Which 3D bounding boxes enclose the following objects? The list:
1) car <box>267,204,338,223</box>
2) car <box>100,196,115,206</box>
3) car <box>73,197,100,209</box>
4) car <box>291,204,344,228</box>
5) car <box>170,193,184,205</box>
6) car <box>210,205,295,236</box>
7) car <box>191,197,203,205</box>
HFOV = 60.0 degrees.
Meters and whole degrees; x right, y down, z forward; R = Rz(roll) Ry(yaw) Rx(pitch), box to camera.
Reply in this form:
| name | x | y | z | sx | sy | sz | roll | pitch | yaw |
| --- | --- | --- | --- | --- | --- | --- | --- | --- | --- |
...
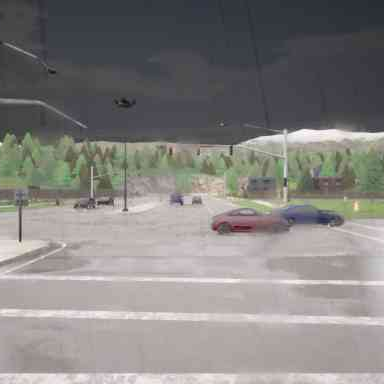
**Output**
| name | x | y | z | sx | sy | sz | roll | pitch | yaw |
| --- | --- | --- | --- | --- | --- | --- | --- | --- | --- |
| car | 8.228 | 1.601 | 25.026 | 4.718 | 1.301 | 1.895 | 0 | 0 | 0 |
| car | -14.323 | 1.478 | 55.486 | 1.882 | 1.535 | 5.008 | 0 | 0 | 1 |
| car | -14.491 | 1.505 | 45.174 | 1.837 | 1.490 | 4.892 | 0 | 0 | 1 |
| car | 7.362 | 1.526 | 21.532 | 4.674 | 1.442 | 1.812 | 0 | 0 | 0 |
| car | -2.631 | 1.222 | 57.372 | 2.150 | 2.045 | 5.566 | 0 | 0 | 1 |
| car | 3.079 | 1.564 | 18.064 | 4.181 | 1.385 | 1.994 | 0 | 0 | 0 |
| car | 0.883 | 1.548 | 58.265 | 2.033 | 1.411 | 5.357 | 0 | 0 | 1 |
